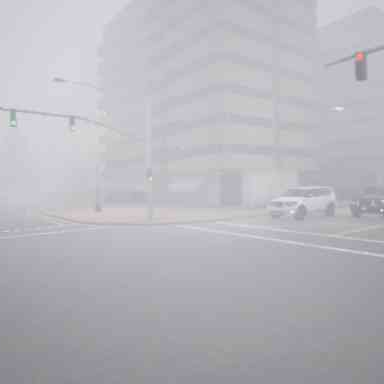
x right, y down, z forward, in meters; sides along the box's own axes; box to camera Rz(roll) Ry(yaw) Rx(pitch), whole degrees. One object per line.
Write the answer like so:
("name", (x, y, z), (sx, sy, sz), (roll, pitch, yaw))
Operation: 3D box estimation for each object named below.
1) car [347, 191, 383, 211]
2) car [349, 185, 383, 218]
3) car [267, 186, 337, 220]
("car", (15.556, 0.669, 28.258), (5.357, 1.411, 2.033), (-2, 1, -37))
("car", (12.429, 0.549, 21.507), (5.566, 2.045, 2.150), (-2, 1, -37))
("car", (7.407, 0.656, 22.092), (5.566, 2.045, 2.150), (-2, 1, -37))
